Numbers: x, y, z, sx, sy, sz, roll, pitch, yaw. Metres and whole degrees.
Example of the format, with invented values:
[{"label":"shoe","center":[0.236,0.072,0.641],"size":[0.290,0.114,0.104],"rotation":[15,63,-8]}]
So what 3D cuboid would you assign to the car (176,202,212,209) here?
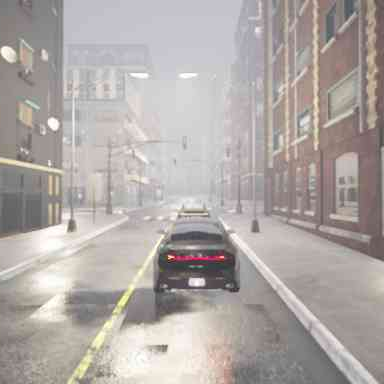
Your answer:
[{"label":"car","center":[0.127,1.300,19.009],"size":[2.128,1.511,4.902],"rotation":[0,1,0]}]

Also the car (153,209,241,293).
[{"label":"car","center":[0.104,1.415,8.619],"size":[1.837,1.490,4.892],"rotation":[0,0,0]}]
